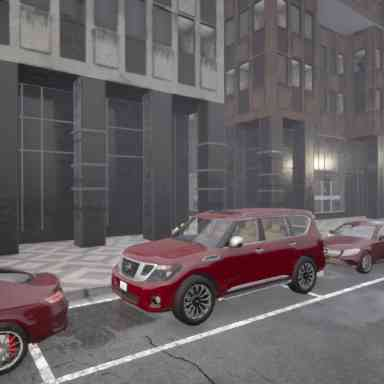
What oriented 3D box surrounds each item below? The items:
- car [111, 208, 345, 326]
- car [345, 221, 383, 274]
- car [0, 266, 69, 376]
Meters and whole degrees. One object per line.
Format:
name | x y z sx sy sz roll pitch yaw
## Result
car | 0.853 1.315 7.252 5.009 1.841 2.192 0 0 -35
car | 5.420 1.581 10.496 4.206 1.307 1.802 0 0 -35
car | -3.714 1.582 4.006 4.206 1.307 1.802 0 0 -35
